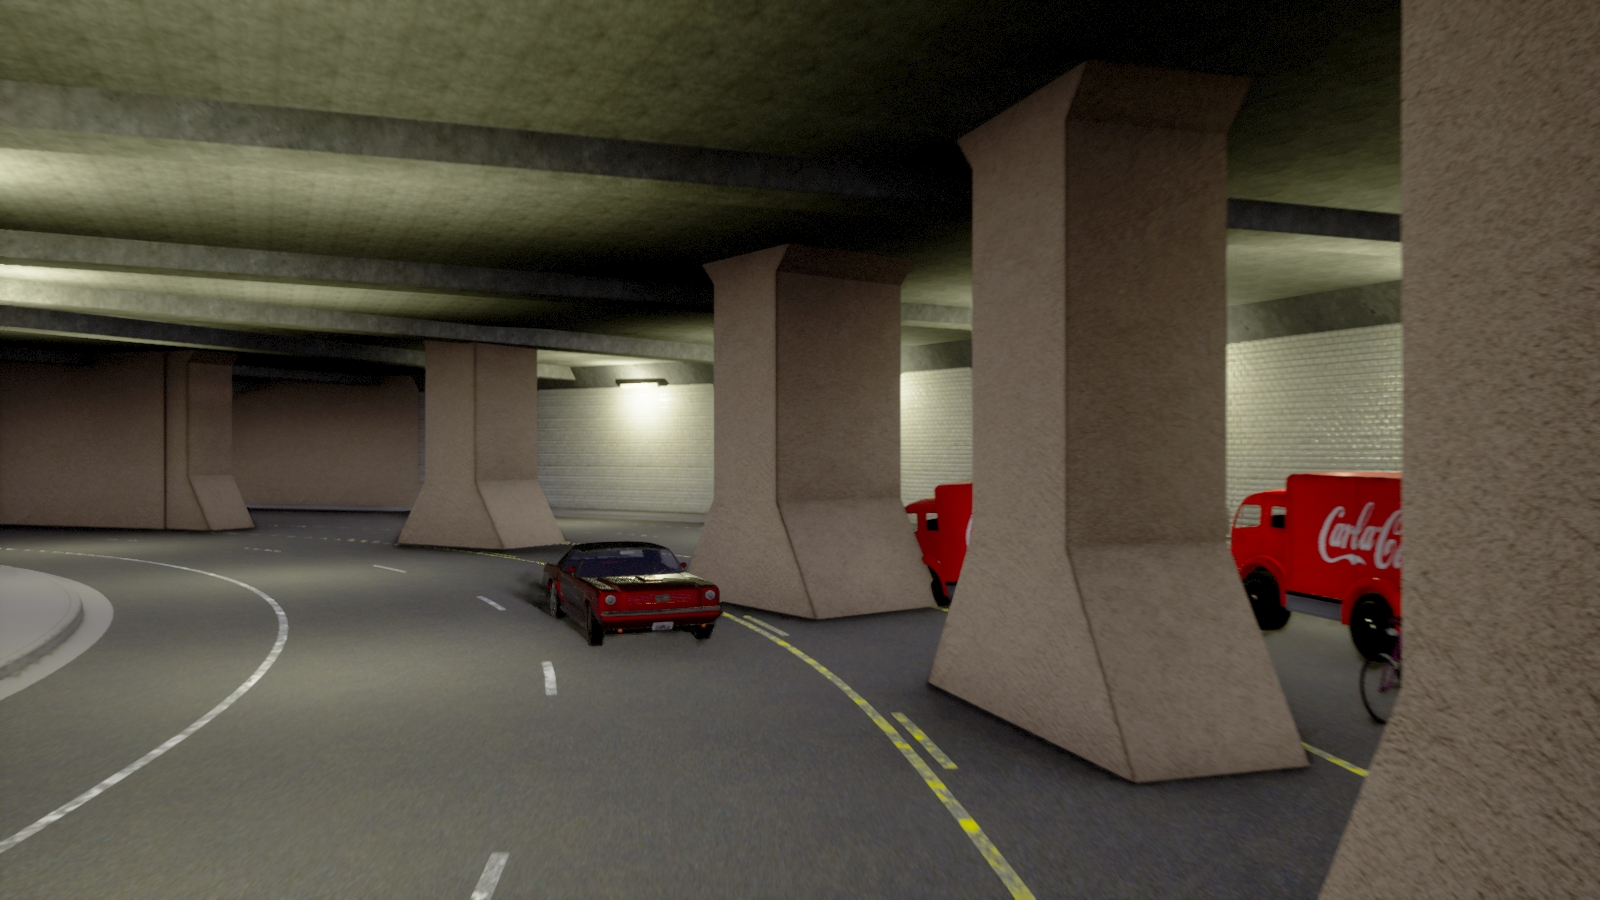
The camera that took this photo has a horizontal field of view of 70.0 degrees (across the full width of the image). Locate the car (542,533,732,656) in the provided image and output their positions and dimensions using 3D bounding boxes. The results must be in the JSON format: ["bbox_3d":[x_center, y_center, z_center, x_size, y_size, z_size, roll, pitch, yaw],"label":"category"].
[{"bbox_3d":[-2.735,2.156,18.100,1.895,1.301,4.718,0,0,-22],"label":"car"}]

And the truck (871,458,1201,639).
[{"bbox_3d":[3.975,1.667,20.281,2.627,2.467,5.204,-7,0,-31],"label":"truck"}]

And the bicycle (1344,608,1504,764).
[{"bbox_3d":[5.999,2.232,11.102,0.329,1.126,1.835,0,0,-8],"label":"bicycle"}]
